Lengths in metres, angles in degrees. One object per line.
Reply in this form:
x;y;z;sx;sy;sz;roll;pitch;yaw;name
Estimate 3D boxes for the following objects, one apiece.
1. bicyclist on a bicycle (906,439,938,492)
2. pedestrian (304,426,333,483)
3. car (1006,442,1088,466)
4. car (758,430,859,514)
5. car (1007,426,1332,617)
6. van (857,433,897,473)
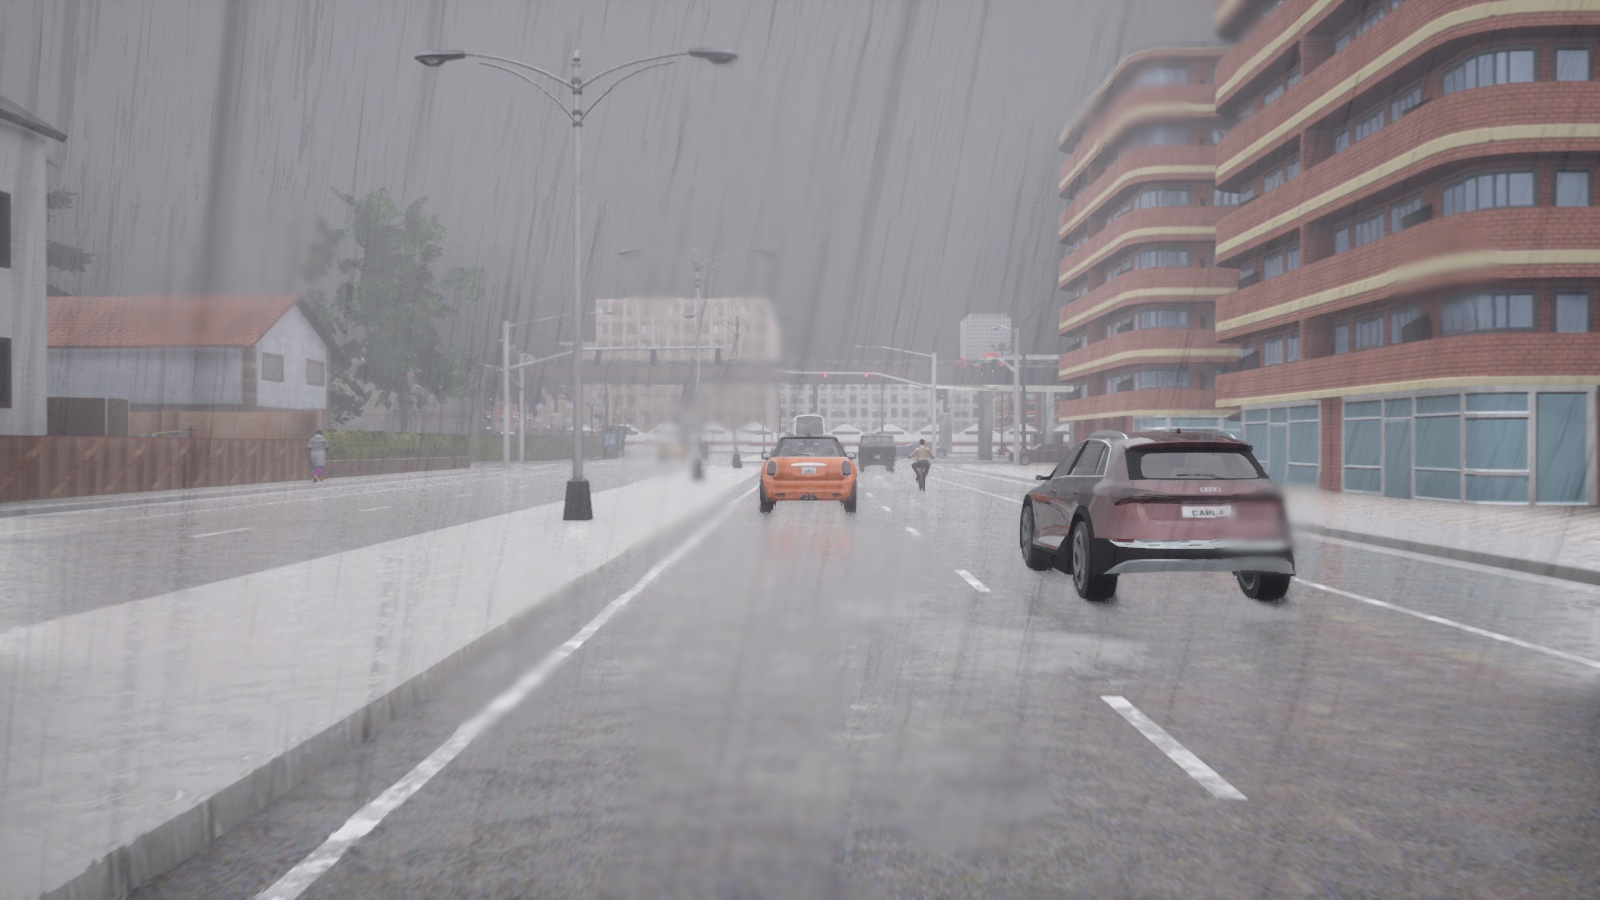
3.769;0.467;38.950;0.866;1.612;1.509;0;0;0;bicyclist on a bicycle
-16.617;0.144;43.320;0.659;1.952;0.873;0;0;-1;pedestrian
16.358;0.268;83.240;5.008;1.535;1.882;0;0;-1;car
0.196;0.445;28.436;2.097;1.767;4.553;0;0;0;car
3.600;0.604;13.299;2.033;1.649;4.856;0;0;0;car
3.927;0.138;64.526;1.775;1.987;4.442;0;0;0;van
